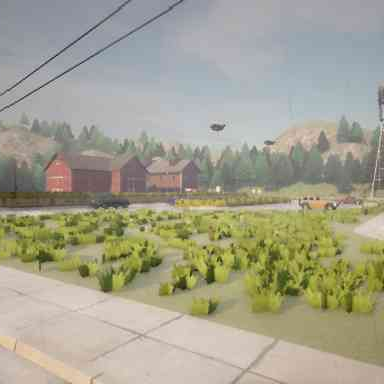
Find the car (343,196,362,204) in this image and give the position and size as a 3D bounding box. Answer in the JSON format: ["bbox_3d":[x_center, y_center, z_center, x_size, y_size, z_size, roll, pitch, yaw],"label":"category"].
[{"bbox_3d":[28.372,1.519,59.471,3.905,1.438,1.784,0,0,35],"label":"car"}]

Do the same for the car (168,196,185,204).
[{"bbox_3d":[-1.876,1.484,55.109,1.882,1.535,5.008,0,0,35],"label":"car"}]

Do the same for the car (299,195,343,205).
[{"bbox_3d":[15.627,1.308,40.952,4.605,1.855,1.932,0,0,35],"label":"car"}]

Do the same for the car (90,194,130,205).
[{"bbox_3d":[-10.542,1.257,42.903,2.150,2.045,5.566,0,0,35],"label":"car"}]
